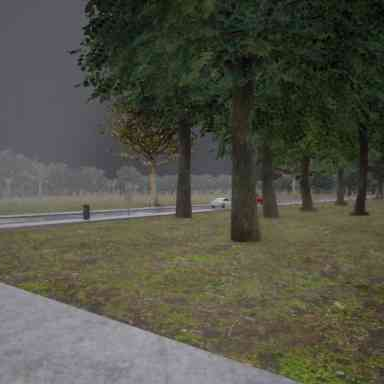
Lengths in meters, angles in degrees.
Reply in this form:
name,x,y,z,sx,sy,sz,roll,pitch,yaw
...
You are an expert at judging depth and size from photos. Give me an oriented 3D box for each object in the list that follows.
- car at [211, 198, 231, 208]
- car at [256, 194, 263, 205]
name,x,y,z,sx,sy,sz,roll,pitch,yaw
car,4.455,1.575,47.789,1.812,1.442,4.674,0,0,36
car,10.227,1.273,55.829,2.150,2.045,5.566,0,0,36
